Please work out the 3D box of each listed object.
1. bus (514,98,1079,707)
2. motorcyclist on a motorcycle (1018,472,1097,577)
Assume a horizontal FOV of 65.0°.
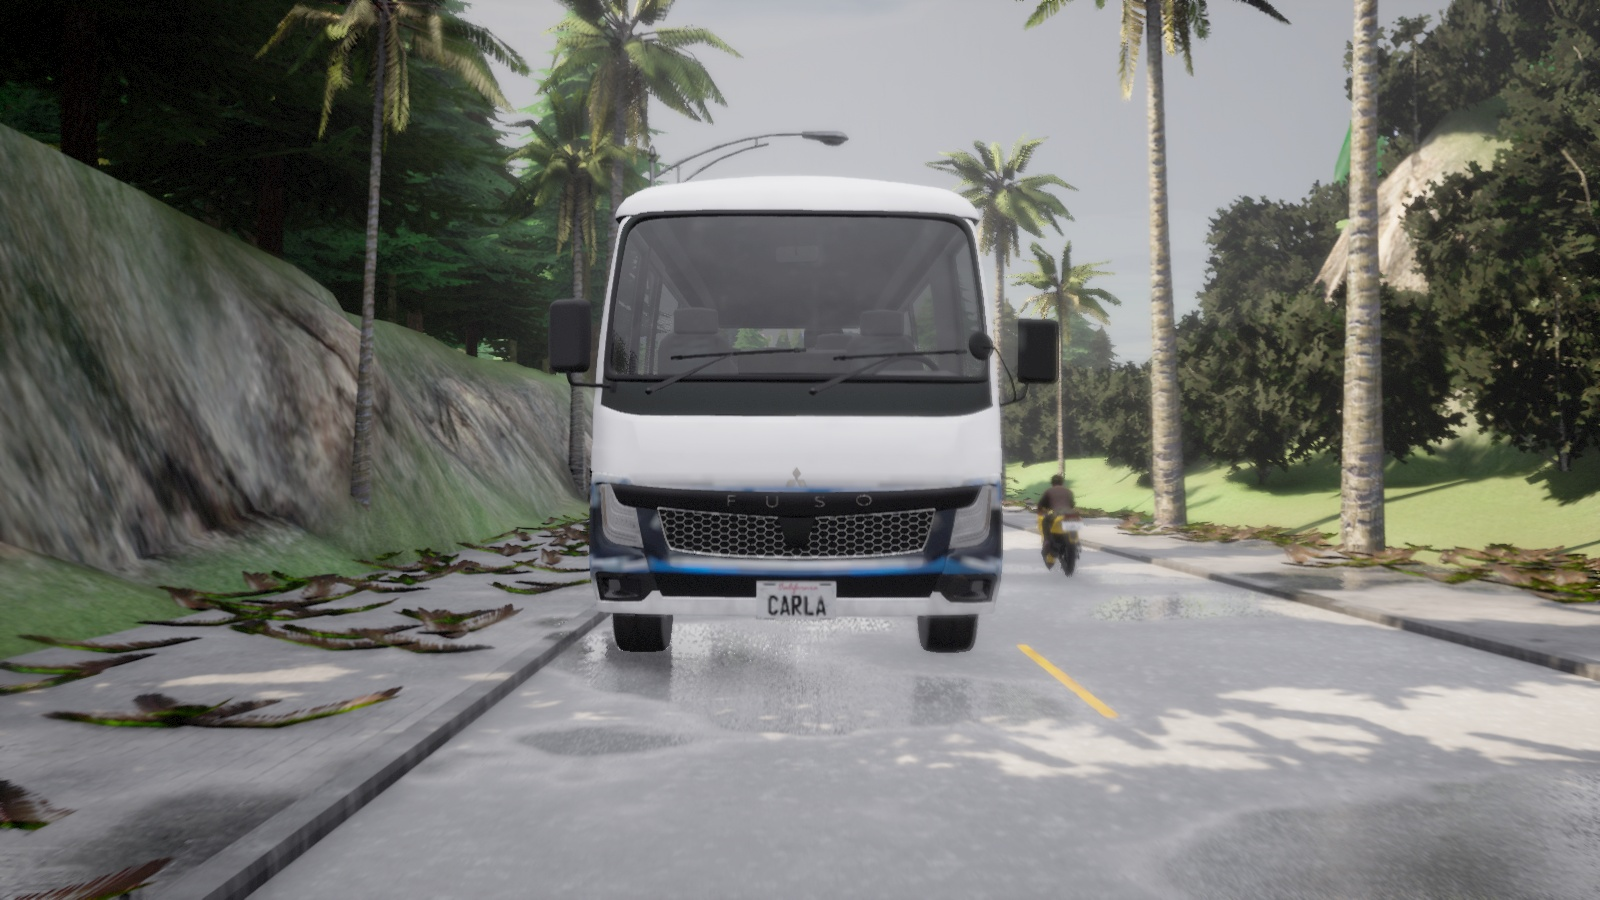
[{"bbox_3d":[-0.054,-0.329,13.928,3.944,4.253,10.273,0,0,0],"label":"bus"},{"bbox_3d":[3.934,1.105,19.353,0.797,1.523,2.044,0,-1,0],"label":"motorcyclist on a motorcycle"}]
